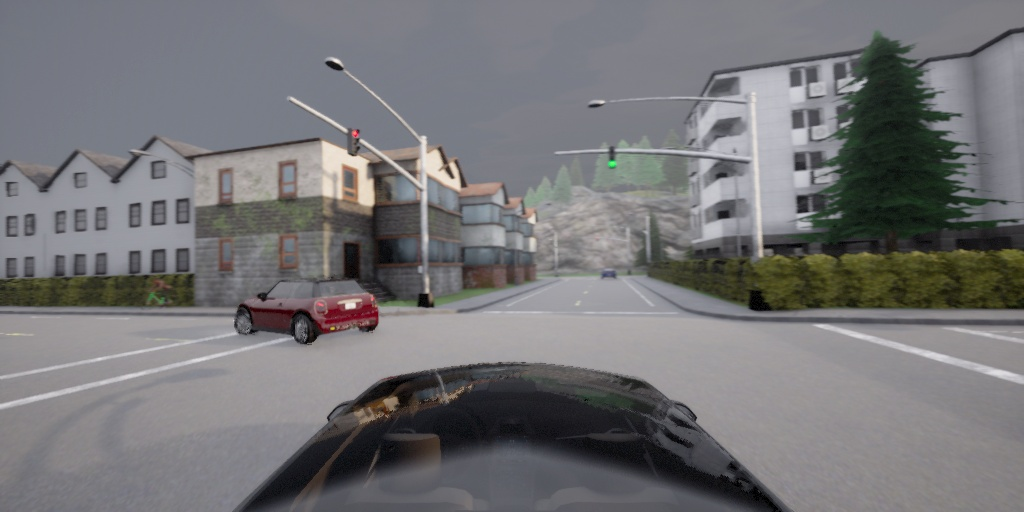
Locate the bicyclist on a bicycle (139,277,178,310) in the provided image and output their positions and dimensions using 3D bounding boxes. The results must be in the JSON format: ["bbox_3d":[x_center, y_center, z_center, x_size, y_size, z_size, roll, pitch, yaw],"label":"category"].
[{"bbox_3d":[-17.969,1.908,18.259,0.582,1.620,1.656,-2,-1,15],"label":"bicyclist on a bicycle"}]

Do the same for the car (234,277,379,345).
[{"bbox_3d":[-6.163,1.418,10.699,4.553,1.767,2.097,-2,-1,31],"label":"car"}]

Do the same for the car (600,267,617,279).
[{"bbox_3d":[12.932,2.299,48.133,1.882,1.535,5.008,-2,-2,12],"label":"car"}]
